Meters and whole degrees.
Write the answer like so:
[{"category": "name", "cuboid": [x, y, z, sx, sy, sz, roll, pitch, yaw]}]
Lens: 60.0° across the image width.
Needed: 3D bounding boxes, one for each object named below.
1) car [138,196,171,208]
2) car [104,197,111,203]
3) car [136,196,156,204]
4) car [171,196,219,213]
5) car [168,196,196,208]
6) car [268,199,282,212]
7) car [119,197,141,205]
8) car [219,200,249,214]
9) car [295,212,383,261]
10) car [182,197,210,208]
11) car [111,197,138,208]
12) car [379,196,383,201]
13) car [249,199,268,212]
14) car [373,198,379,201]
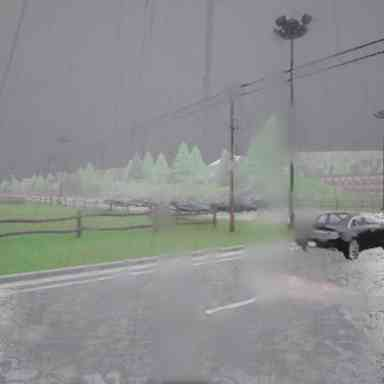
[{"category": "car", "cuboid": [-5.607, 1.566, 49.329, 1.837, 1.490, 4.892, 0, 1, -36]}, {"category": "car", "cuboid": [-14.758, 1.536, 62.007, 1.994, 1.385, 4.181, 0, 0, -36]}, {"category": "car", "cuboid": [-9.105, 1.625, 66.136, 1.837, 1.490, 4.892, 0, 0, -36]}, {"category": "car", "cuboid": [0.203, 1.546, 35.428, 2.128, 1.511, 4.902, 0, 0, -36]}, {"category": "car", "cuboid": [-1.549, 1.427, 49.705, 2.097, 1.767, 4.553, 0, 0, -36]}, {"category": "car", "cuboid": [8.954, 1.571, 41.250, 2.128, 1.511, 4.902, 0, 0, -36]}, {"category": "car", "cuboid": [-11.932, 1.689, 64.071, 2.033, 1.411, 5.357, 0, 0, -36]}, {"category": "car", "cuboid": [3.599, 1.664, 36.708, 1.895, 1.301, 4.718, 0, 0, -36]}, {"category": "car", "cuboid": [5.918, 1.524, 12.592, 4.902, 1.511, 2.128, 0, 0, -38]}, {"category": "car", "cuboid": [0.610, 1.581, 52.696, 1.837, 1.490, 4.892, 0, 2, -36]}, {"category": "car", "cuboid": [-9.707, 1.533, 49.010, 1.882, 1.535, 5.008, 0, 0, -36]}, {"category": "car", "cuboid": [43.495, 1.723, 72.157, 1.812, 1.442, 4.674, 0, 0, -7]}, {"category": "car", "cuboid": [5.995, 1.620, 39.364, 2.033, 1.411, 5.357, 0, 0, -36]}, {"category": "car", "cuboid": [45.843, 1.699, 79.089, 2.033, 1.411, 5.357, 0, 0, -18]}]
